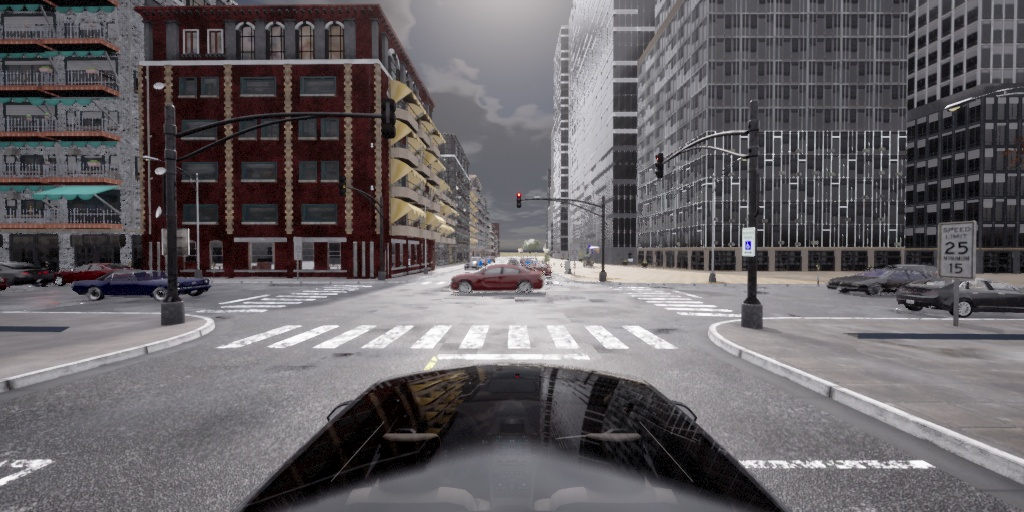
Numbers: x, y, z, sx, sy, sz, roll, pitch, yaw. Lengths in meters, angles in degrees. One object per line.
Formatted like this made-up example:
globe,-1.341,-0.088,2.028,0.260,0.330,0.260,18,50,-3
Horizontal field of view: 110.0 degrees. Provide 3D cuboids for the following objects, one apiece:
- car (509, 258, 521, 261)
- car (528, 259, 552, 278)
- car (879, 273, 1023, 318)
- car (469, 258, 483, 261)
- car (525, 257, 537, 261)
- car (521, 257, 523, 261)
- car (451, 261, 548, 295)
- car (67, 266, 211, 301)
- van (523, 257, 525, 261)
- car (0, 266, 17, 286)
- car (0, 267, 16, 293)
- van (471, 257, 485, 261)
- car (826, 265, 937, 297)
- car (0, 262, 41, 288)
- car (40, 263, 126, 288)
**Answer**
car,0.240,1.281,64.056,1.895,1.301,4.718,0,0,0
car,2.728,1.271,33.414,1.888,1.381,4.507,0,0,0
car,16.740,1.445,13.076,4.403,1.370,2.007,0,0,1
car,-5.582,1.269,50.337,1.948,1.339,4.313,0,0,0
car,2.740,1.159,39.060,1.967,1.591,4.097,0,0,0
car,2.778,1.240,55.998,1.888,1.381,4.507,0,0,0
car,-0.772,1.219,19.284,5.008,1.535,1.882,0,0,1
car,-16.643,1.299,16.316,4.718,1.301,1.895,0,1,1
van,2.766,1.044,50.352,1.690,1.789,3.998,0,0,0
car,-26.522,1.255,16.475,4.718,1.301,1.895,0,1,1
car,-22.597,1.259,13.704,4.507,1.381,1.888,0,0,1
van,-5.570,1.036,55.984,1.690,1.789,3.998,0,0,0
car,19.991,1.364,18.935,5.357,1.411,2.033,0,1,1
car,-28.365,1.100,19.703,4.892,1.490,1.837,0,1,1
car,-25.811,1.110,22.368,4.507,1.381,1.888,0,0,1
